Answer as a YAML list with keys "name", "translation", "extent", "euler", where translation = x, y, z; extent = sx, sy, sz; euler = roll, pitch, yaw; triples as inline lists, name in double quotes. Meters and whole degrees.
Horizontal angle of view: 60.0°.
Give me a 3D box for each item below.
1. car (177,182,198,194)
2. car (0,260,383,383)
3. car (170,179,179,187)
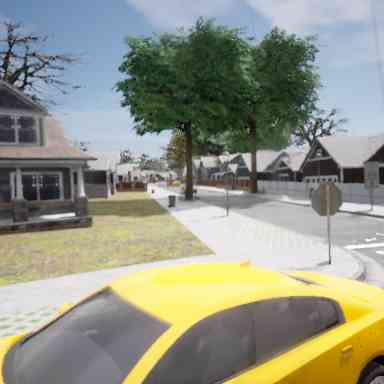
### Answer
- name: "car"
  translation: [-0.493, -0.453, 51.270]
  extent: [2.033, 1.411, 5.357]
  euler: [-3, 3, -10]
- name: "car"
  translation: [-0.141, 1.456, 2.816]
  extent: [5.008, 1.535, 1.882]
  euler: [-1, 0, -34]
- name: "car"
  translation: [-4.036, -2.138, 86.997]
  extent: [1.882, 1.535, 5.008]
  euler: [-3, 3, -8]
